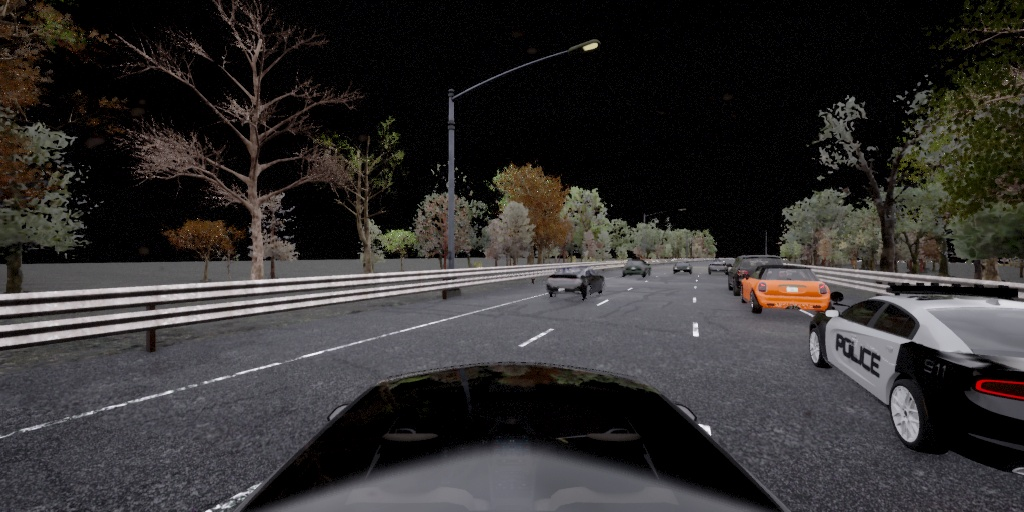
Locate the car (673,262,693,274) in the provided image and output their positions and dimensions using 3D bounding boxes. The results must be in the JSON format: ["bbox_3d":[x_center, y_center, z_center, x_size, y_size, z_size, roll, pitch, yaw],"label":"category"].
[{"bbox_3d":[19.475,1.370,40.762,1.895,1.301,4.718,0,0,29],"label":"car"}]

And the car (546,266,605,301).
[{"bbox_3d":[3.251,1.243,17.688,2.128,1.511,4.902,0,0,27],"label":"car"}]

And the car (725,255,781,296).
[{"bbox_3d":[12.711,0.978,18.753,2.150,2.045,5.566,0,0,27],"label":"car"}]

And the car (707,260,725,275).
[{"bbox_3d":[22.585,1.262,39.278,2.128,1.511,4.902,0,0,30],"label":"car"}]

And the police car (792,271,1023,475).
[{"bbox_3d":[5.624,1.175,4.721,1.930,1.638,5.238,0,0,26],"label":"police car"}]

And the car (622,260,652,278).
[{"bbox_3d":[12.087,1.115,34.514,2.097,1.767,4.553,0,0,28],"label":"car"}]

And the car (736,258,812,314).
[{"bbox_3d":[9.979,1.102,13.428,2.097,1.767,4.553,0,0,27],"label":"car"}]
